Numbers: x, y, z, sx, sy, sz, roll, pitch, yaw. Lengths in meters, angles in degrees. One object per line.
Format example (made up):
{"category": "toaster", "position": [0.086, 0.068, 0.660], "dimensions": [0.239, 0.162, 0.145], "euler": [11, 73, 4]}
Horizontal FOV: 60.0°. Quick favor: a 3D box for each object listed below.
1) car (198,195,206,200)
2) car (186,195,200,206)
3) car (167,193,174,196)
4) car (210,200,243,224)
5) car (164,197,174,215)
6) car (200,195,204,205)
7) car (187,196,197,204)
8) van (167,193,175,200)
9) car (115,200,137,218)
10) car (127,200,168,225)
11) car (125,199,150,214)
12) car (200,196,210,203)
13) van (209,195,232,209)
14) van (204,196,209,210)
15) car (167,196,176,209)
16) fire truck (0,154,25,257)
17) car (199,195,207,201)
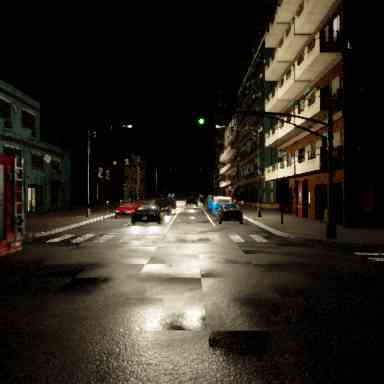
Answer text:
{"category": "car", "position": [2.651, 1.474, 91.304], "dimensions": [2.008, 1.369, 4.403], "euler": [1, 0, 0]}
{"category": "car", "position": [-0.031, 1.454, 53.818], "dimensions": [1.882, 1.535, 5.008], "euler": [0, 0, 0]}
{"category": "car", "position": [-5.726, 1.499, 85.677], "dimensions": [1.947, 1.339, 4.313], "euler": [1, 0, 0]}
{"category": "car", "position": [2.688, 1.546, 24.335], "dimensions": [2.008, 1.369, 4.403], "euler": [1, 0, 0]}
{"category": "car", "position": [-3.109, 1.517, 34.064], "dimensions": [1.812, 1.442, 4.674], "euler": [0, 0, 0]}
{"category": "car", "position": [2.672, 1.503, 52.408], "dimensions": [1.752, 1.417, 4.829], "euler": [1, 0, 0]}
{"category": "car", "position": [-0.038, 1.490, 64.241], "dimensions": [1.812, 1.442, 4.674], "euler": [0, 0, 0]}
{"category": "van", "position": [-5.725, 1.265, 91.257], "dimensions": [1.690, 1.788, 3.998], "euler": [1, 0, 0]}
{"category": "car", "position": [-5.696, 1.575, 29.875], "dimensions": [1.802, 1.307, 4.206], "euler": [1, 0, 0]}
{"category": "car", "position": [-3.103, 1.560, 24.104], "dimensions": [1.994, 1.385, 4.181], "euler": [0, 0, 0]}
{"category": "car", "position": [-5.699, 1.535, 35.456], "dimensions": [1.887, 1.381, 4.507], "euler": [1, 0, 0]}
{"category": "car", "position": [2.663, 1.524, 68.981], "dimensions": [1.947, 1.339, 4.313], "euler": [1, 0, 0]}
{"category": "van", "position": [2.687, 1.334, 29.915], "dimensions": [1.690, 1.788, 3.998], "euler": [1, 0, 0]}
{"category": "van", "position": [2.681, 1.328, 41.077], "dimensions": [1.690, 1.788, 3.998], "euler": [1, 0, 0]}
{"category": "car", "position": [-3.111, 1.548, 44.009], "dimensions": [1.994, 1.385, 4.181], "euler": [0, 0, 0]}
{"category": "fire truck", "position": [-9.501, 0.356, 9.174], "dimensions": [8.468, 3.827, 2.891], "euler": [-1, 0, 1]}
{"category": "car", "position": [2.658, 1.486, 80.143], "dimensions": [1.887, 1.381, 4.507], "euler": [1, 0, 0]}
